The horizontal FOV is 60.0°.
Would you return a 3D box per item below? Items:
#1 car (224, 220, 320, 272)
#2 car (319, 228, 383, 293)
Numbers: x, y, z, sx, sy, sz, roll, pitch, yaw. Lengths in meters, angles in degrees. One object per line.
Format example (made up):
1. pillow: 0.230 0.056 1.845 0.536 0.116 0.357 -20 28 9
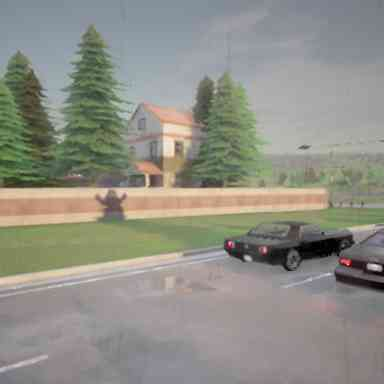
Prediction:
1. car: 3.334 1.579 10.804 4.718 1.301 1.895 0 0 -38
2. car: 5.554 1.510 8.072 5.357 1.411 2.033 0 0 -38
